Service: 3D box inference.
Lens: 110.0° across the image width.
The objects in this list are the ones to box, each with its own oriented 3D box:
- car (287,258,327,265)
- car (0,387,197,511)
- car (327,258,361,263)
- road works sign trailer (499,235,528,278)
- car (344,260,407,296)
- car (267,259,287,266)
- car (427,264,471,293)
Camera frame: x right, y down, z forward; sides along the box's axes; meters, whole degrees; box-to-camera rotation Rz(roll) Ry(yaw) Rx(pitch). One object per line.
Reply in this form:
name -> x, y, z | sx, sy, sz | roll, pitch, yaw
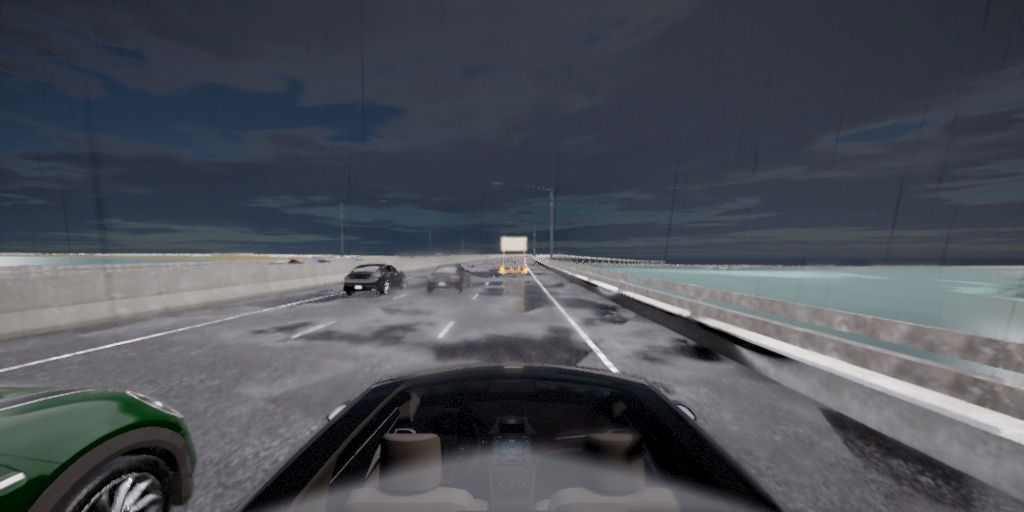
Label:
car -> -20.820, 0.976, 37.590 | 1.882, 1.535, 5.008 | 0, 0, 1
car -> -3.395, 1.107, 0.753 | 2.097, 1.767, 4.553 | 0, 0, 0
car -> -17.309, 0.970, 38.369 | 1.882, 1.535, 5.008 | 0, 0, 1
road works sign trailer -> 0.170, 0.008, 31.269 | 2.380, 3.560, 2.880 | 0, 0, 1
car -> -6.836, 1.139, 18.407 | 1.837, 1.490, 4.892 | 0, 0, 0
car -> -24.303, 1.016, 38.644 | 1.812, 1.442, 4.674 | 0, 0, 1
car -> -3.330, 1.153, 19.428 | 1.812, 1.442, 4.674 | 0, 0, 0
